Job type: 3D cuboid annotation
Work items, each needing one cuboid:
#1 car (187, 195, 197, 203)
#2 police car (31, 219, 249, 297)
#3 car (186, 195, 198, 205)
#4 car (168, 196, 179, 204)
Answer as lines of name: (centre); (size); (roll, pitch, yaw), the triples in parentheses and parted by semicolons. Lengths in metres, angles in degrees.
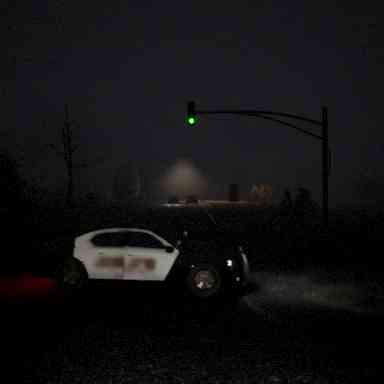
car: (-0.005, 1.399, 69.726); (1.837, 1.490, 4.892); (0, 0, 0)
police car: (-1.152, 1.520, 8.246); (4.974, 1.542, 2.038); (1, 0, 4)
car: (-0.004, 1.401, 59.690); (2.097, 1.767, 4.553); (0, 0, 0)
car: (-3.505, 1.562, 63.890); (1.837, 1.490, 4.892); (0, 0, 0)
